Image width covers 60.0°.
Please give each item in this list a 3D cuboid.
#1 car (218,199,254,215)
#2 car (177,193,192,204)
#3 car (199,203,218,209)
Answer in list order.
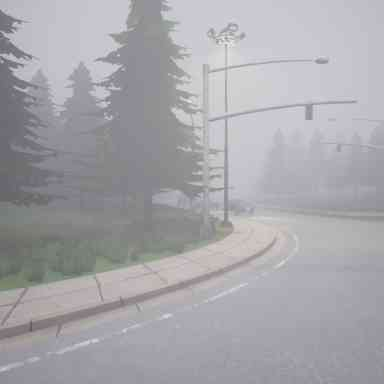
[{"bbox_3d":[4.735,1.492,34.265,2.128,1.511,4.902,0,0,-15],"label":"car"},{"bbox_3d":[-0.830,1.221,54.060,2.150,2.045,5.566,0,0,-17],"label":"car"},{"bbox_3d":[2.092,1.601,43.907,1.895,1.301,4.718,0,0,-16],"label":"car"}]
